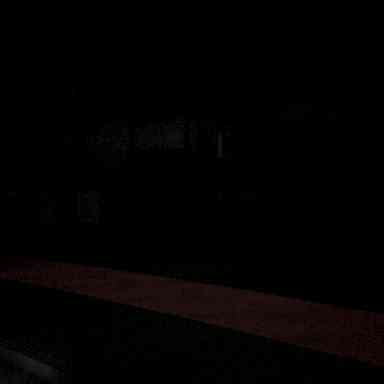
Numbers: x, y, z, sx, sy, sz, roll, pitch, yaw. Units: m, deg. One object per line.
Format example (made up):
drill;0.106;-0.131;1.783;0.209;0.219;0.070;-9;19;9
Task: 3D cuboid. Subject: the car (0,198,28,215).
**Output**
car;-18.196;1.348;31.341;1.837;1.490;4.892;0;0;23

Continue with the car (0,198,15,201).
car;-14.989;1.390;29.431;2.033;1.411;5.357;0;0;23
